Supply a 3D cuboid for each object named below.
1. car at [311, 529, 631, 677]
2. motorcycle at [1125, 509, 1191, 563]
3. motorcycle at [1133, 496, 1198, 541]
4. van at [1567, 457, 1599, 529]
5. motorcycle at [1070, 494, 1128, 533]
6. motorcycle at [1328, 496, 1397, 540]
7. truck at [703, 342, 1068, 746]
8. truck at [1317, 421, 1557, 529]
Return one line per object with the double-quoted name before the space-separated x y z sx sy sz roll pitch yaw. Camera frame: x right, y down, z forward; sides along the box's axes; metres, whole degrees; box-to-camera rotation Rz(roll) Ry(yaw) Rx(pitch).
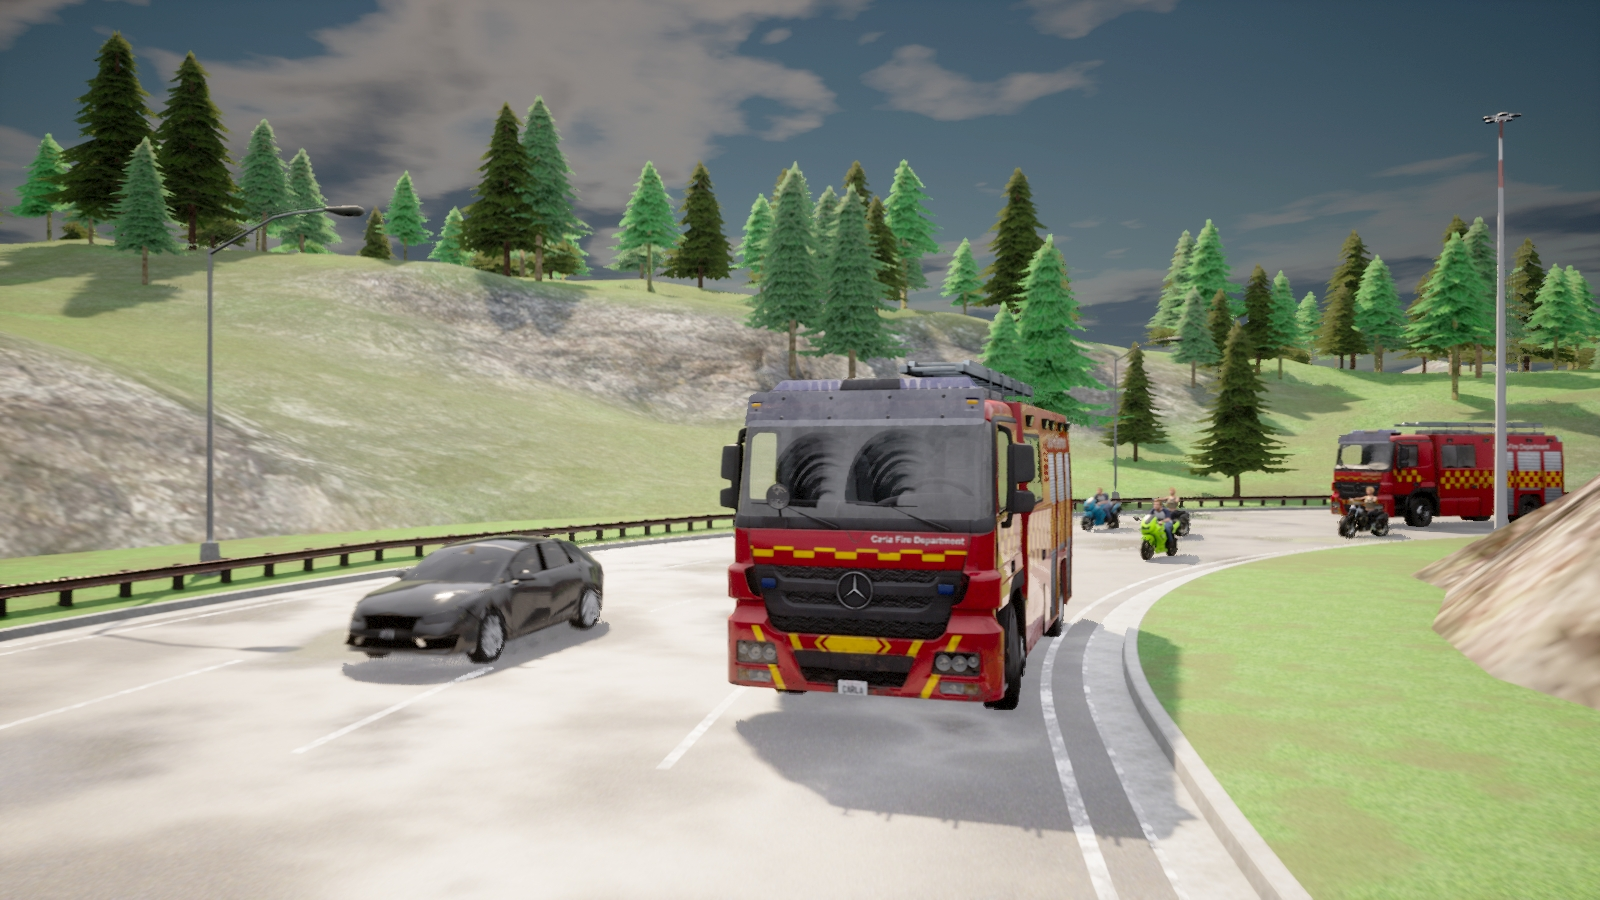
"car" -4.512 2.060 16.672 2.231 1.480 4.892 -1 0 16
"motorcycle" 9.202 2.185 29.326 0.803 1.199 2.033 1 1 43
"motorcycle" 11.640 2.155 36.353 2.356 1.307 0.764 0 0 -38
"van" 31.128 1.536 41.480 5.915 2.561 1.988 0 0 -14
"motorcycle" 10.360 2.186 39.536 2.033 1.199 0.803 0 3 -37
"motorcycle" 17.993 2.155 36.528 2.356 1.307 0.764 0 1 -29
"truck" 1.710 0.890 15.281 2.891 3.827 8.468 0 0 18
"truck" 24.143 0.891 43.321 8.468 3.827 2.891 0 0 -17
